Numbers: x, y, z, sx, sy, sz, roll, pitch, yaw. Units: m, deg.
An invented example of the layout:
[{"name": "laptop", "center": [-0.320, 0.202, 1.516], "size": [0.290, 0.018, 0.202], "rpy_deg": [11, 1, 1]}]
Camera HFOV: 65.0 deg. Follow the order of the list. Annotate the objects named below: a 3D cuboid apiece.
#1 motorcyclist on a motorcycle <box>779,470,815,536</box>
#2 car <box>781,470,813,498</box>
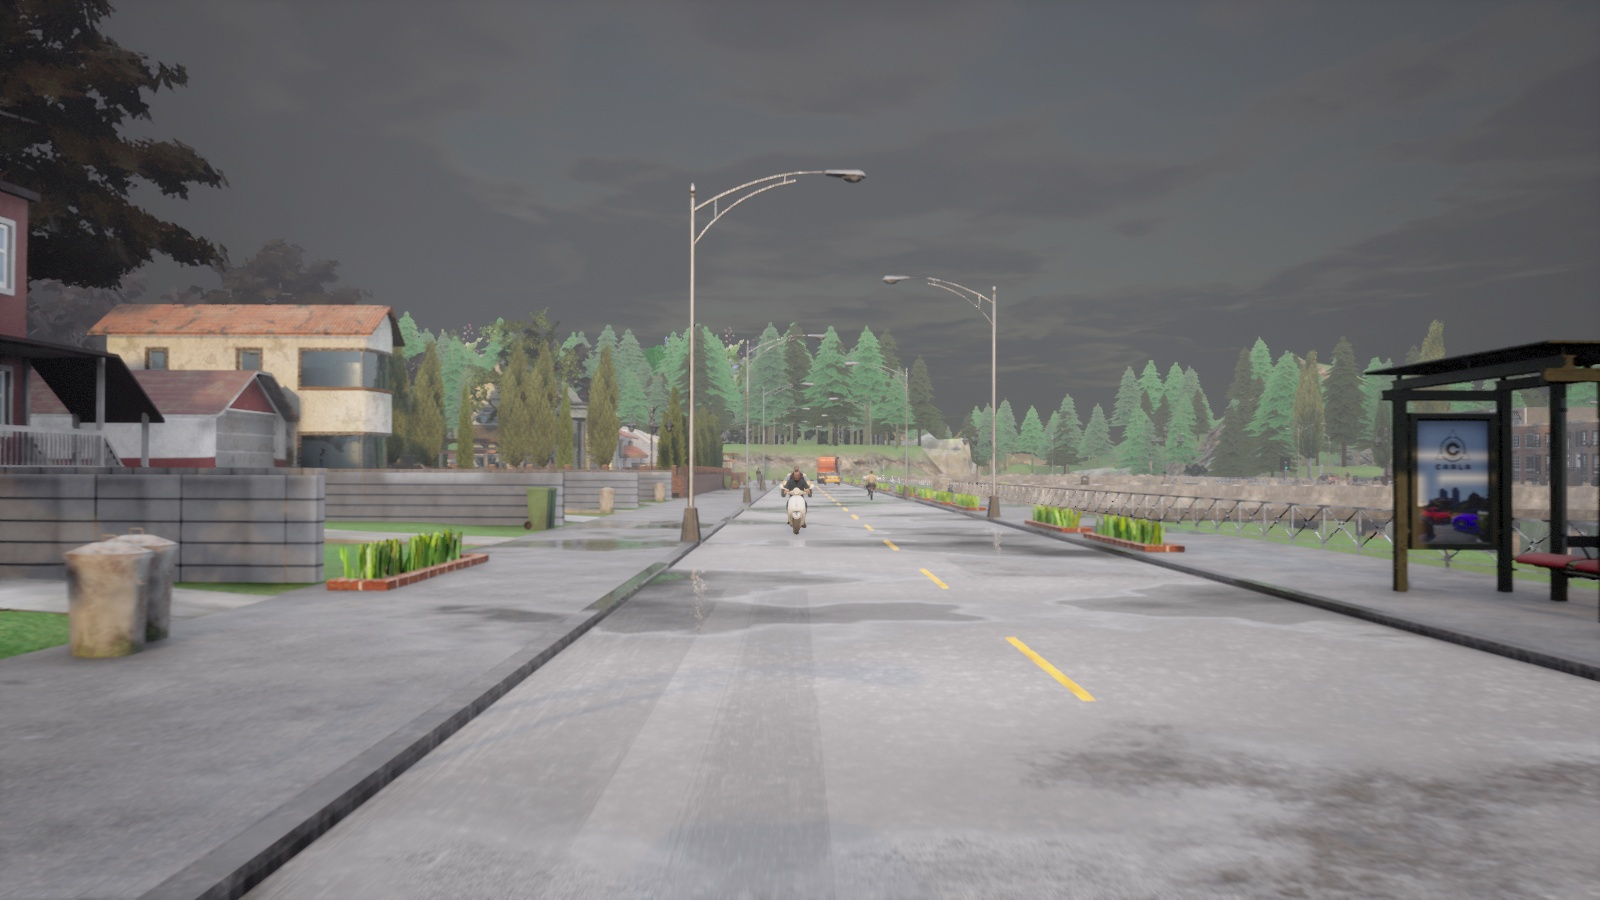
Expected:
[{"name": "motorcyclist on a motorcycle", "center": [-0.074, 1.290, 31.185], "size": [0.866, 1.590, 1.817], "rpy_deg": [0, -1, 0]}, {"name": "car", "center": [-0.177, 2.012, 75.100], "size": [1.801, 1.575, 5.366], "rpy_deg": [0, -1, 0]}]
